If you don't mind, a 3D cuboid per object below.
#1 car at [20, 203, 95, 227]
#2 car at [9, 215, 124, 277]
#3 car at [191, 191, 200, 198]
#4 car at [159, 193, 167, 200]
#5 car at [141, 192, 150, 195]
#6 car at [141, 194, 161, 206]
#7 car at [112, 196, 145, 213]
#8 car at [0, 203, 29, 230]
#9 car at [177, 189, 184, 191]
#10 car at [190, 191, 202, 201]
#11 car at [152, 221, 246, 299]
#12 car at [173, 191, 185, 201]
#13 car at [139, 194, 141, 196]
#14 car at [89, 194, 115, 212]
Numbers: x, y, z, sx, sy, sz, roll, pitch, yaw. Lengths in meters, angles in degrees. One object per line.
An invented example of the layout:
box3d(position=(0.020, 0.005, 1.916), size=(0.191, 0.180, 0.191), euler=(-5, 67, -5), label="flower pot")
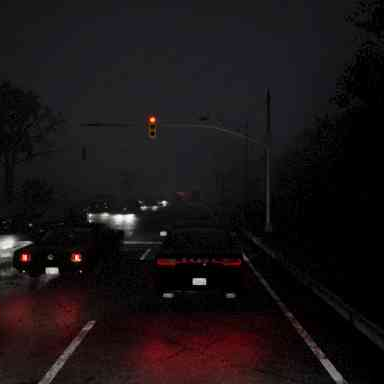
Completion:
box3d(position=(-6.966, 1.525, 17.775), size=(1.812, 1.442, 4.674), euler=(0, 0, 1), label="car")
box3d(position=(-3.373, 1.600, 10.199), size=(1.895, 1.301, 4.718), euler=(0, 0, -1), label="car")
box3d(position=(0.815, 0.558, 77.602), size=(1.895, 1.301, 4.718), euler=(0, 3, 1), label="car")
box3d(position=(-6.282, 0.997, 69.199), size=(1.895, 1.301, 4.718), euler=(0, 3, 1), label="car")
box3d(position=(-9.784, 0.757, 68.968), size=(2.097, 1.767, 4.553), euler=(0, 3, 1), label="car")
box3d(position=(-6.553, 1.460, 53.409), size=(1.882, 1.535, 5.008), euler=(0, 0, 1), label="car")
box3d(position=(-6.760, 1.490, 36.030), size=(2.128, 1.511, 4.902), euler=(0, 0, 1), label="car")
box3d(position=(-10.444, 1.477, 19.902), size=(1.882, 1.535, 5.008), euler=(0, 0, 1), label="car")
box3d(position=(-2.689, 0.170, 77.247), size=(2.097, 1.767, 4.553), euler=(0, 3, 1), label="car")
box3d(position=(0.792, 0.735, 66.938), size=(2.150, 2.045, 5.566), euler=(0, 3, 1), label="car")
box3d(position=(0.153, 1.477, 8.522), size=(1.882, 1.535, 5.008), euler=(0, 0, 0), label="car")
box3d(position=(-2.808, 1.067, 66.869), size=(2.033, 1.411, 5.357), euler=(0, 3, 1), label="car")
box3d(position=(-10.032, 1.526, 55.206), size=(1.994, 1.385, 4.181), euler=(0, 1, 1), label="car")
box3d(position=(-10.230, 1.221, 38.767), size=(2.150, 2.045, 5.566), euler=(0, 0, 1), label="car")
